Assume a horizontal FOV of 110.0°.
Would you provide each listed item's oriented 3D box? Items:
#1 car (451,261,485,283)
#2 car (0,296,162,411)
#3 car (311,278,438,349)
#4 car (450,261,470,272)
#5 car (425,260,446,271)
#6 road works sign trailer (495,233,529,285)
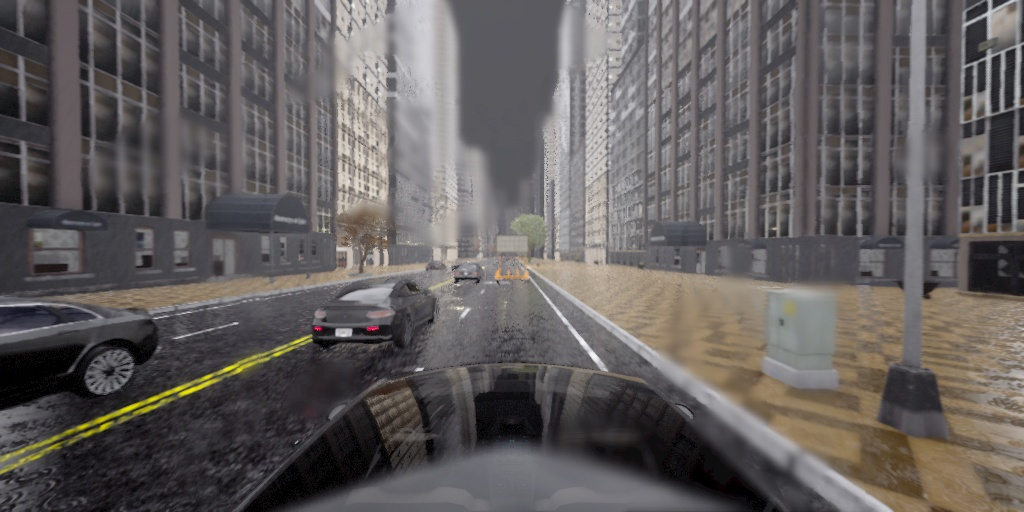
[{"bbox_3d":[-3.150,1.263,27.096,2.033,1.411,5.357,0,0,0],"label":"car"},{"bbox_3d":[-6.598,1.239,3.694,2.128,1.511,4.902,0,0,0],"label":"car"},{"bbox_3d":[-3.149,1.266,9.012,1.812,1.442,4.674,0,0,0],"label":"car"},{"bbox_3d":[-6.564,1.292,45.734,1.895,1.301,4.718,0,0,0],"label":"car"},{"bbox_3d":[-9.811,1.255,46.311,1.994,1.385,4.181,0,0,0],"label":"car"},{"bbox_3d":[0.018,0.182,25.739,2.380,3.560,2.880,0,0,1],"label":"road works sign trailer"}]
